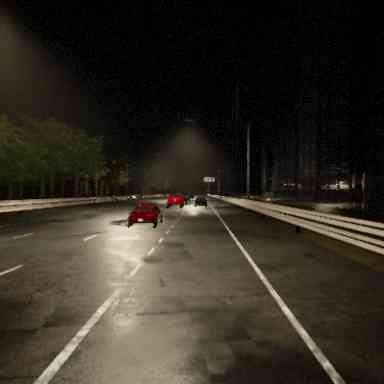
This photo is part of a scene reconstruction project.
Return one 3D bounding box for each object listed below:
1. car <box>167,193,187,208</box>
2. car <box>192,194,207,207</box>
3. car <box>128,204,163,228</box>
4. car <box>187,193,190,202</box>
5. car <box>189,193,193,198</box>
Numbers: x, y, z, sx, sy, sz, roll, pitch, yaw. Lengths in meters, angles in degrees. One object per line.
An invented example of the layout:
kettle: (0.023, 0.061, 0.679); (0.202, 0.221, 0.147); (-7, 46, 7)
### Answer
car: (-2.301, 1.199, 48.086); (2.150, 2.045, 5.566); (0, 0, 1)
car: (1.422, 1.487, 52.937); (1.882, 1.535, 5.008); (0, 0, 1)
car: (-3.003, 1.498, 22.054); (1.812, 1.442, 4.674); (0, 0, 2)
car: (-1.863, 1.508, 66.046); (1.837, 1.490, 4.892); (0, 0, 1)
car: (-1.454, 1.594, 84.062); (1.994, 1.385, 4.181); (0, 0, 1)
